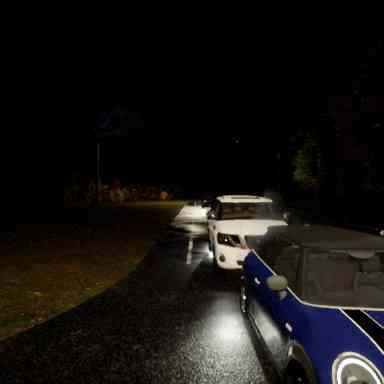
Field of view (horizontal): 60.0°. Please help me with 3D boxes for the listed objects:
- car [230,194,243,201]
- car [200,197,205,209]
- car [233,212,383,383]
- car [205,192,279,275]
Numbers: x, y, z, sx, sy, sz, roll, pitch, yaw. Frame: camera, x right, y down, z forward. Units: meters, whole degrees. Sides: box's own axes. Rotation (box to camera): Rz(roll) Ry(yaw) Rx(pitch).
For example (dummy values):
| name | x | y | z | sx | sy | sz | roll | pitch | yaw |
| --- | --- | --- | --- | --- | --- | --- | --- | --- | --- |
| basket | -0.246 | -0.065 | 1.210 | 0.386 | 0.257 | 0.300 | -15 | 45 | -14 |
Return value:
| name | x | y | z | sx | sy | sz | roll | pitch | yaw |
| --- | --- | --- | --- | --- | --- | --- | --- | --- | --- |
| car | 9.562 | 1.162 | 71.491 | 2.033 | 1.411 | 5.357 | 0 | 0 | 1 |
| car | 2.112 | 1.286 | 40.640 | 1.837 | 1.490 | 4.892 | 0 | 1 | 1 |
| car | 1.934 | 1.337 | 4.198 | 2.097 | 1.767 | 4.553 | 0 | 0 | -1 |
| car | 1.666 | 1.159 | 10.542 | 2.150 | 2.045 | 5.566 | 0 | 0 | 1 |
